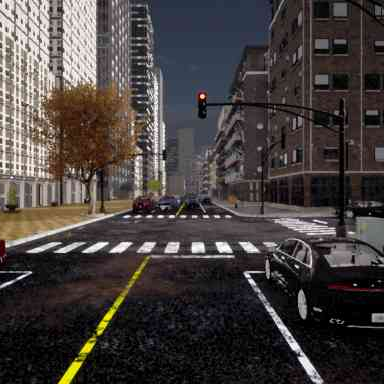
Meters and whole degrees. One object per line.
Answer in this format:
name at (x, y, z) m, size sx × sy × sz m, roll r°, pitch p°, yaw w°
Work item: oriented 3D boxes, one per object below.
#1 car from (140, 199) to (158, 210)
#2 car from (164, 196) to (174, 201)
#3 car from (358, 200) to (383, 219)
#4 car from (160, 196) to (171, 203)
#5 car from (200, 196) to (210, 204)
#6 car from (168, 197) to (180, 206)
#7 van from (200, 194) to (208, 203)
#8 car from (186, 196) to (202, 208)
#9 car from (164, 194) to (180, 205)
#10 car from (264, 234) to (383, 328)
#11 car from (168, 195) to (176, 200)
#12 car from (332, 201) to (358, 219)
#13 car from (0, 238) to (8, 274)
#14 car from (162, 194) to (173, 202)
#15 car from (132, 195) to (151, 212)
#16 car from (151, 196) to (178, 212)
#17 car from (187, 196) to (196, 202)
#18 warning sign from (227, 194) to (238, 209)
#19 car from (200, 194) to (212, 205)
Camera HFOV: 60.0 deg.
car at (-5.719, 1.592, 44.811) m, size 1.947 × 1.339 × 4.313 m, roll 0°, pitch 0°, yaw 0°
car at (-5.742, 1.632, 83.471) m, size 2.008 × 1.369 × 4.403 m, roll 0°, pitch 0°, yaw 0°
car at (14.664, 1.346, 23.749) m, size 4.181 × 1.385 × 1.994 m, roll -1°, pitch 0°, yaw -1°
car at (-5.736, 1.627, 72.425) m, size 1.947 × 1.339 × 4.313 m, roll 0°, pitch 0°, yaw 0°
car at (2.649, 1.578, 67.076) m, size 1.752 × 1.417 × 4.829 m, roll 0°, pitch 0°, yaw 0°
car at (-3.116, 1.642, 58.416) m, size 1.895 × 1.301 × 4.718 m, roll 0°, pitch 0°, yaw 0°
van at (2.645, 1.402, 72.430) m, size 1.690 × 1.788 × 3.998 m, roll 0°, pitch 0°, yaw 0°
car at (0.061, 1.630, 47.668) m, size 1.895 × 1.301 × 4.718 m, roll 0°, pitch 0°, yaw 0°
car at (-3.125, 1.382, 48.345) m, size 2.097 × 1.767 × 4.553 m, roll 0°, pitch 0°, yaw 0°
car at (2.683, 1.552, 6.904) m, size 2.008 × 1.369 × 4.403 m, roll 0°, pitch 0°, yaw 0°
car at (-5.749, 1.654, 94.516) m, size 2.008 × 1.369 × 4.403 m, roll 0°, pitch 0°, yaw 0°
car at (13.409, 1.350, 26.316) m, size 4.403 × 1.369 × 2.008 m, roll -1°, pitch 1°, yaw -1°
car at (-5.697, 1.545, 6.900) m, size 1.887 × 1.381 × 4.507 m, roll 0°, pitch 0°, yaw 0°
car at (-5.739, 1.386, 77.947) m, size 2.192 × 1.841 × 5.009 m, roll 0°, pitch 0°, yaw 0°
car at (-5.717, 1.336, 39.288) m, size 2.192 × 1.841 × 5.009 m, roll 0°, pitch 0°, yaw 0°
car at (-3.124, 1.512, 38.466) m, size 2.128 × 1.511 × 4.902 m, roll 0°, pitch 0°, yaw 0°
car at (-0.043, 1.620, 75.813) m, size 1.994 × 1.385 × 4.181 m, roll 0°, pitch 0°, yaw 0°
warning sign at (5.043, 1.139, 41.419) m, size 1.300 × 1.860 × 1.060 m, roll 0°, pitch 0°, yaw 0°
car at (2.652, 1.611, 61.384) m, size 1.947 × 1.339 × 4.313 m, roll 0°, pitch 0°, yaw 0°
